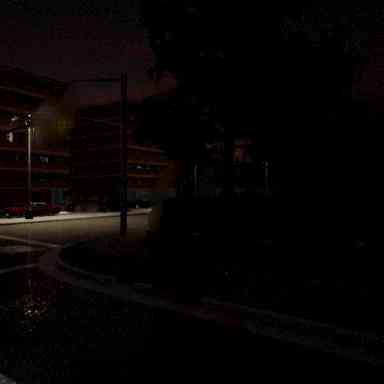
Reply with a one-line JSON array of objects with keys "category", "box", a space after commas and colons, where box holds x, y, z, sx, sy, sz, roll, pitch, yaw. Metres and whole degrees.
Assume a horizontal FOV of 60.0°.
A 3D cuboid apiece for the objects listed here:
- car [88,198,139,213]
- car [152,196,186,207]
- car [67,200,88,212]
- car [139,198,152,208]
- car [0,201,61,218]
[{"category": "car", "box": [-8.741, 1.475, 37.373, 1.882, 1.535, 5.008, 0, 0, 36]}, {"category": "car", "box": [-2.864, 1.351, 45.463, 2.097, 1.767, 4.553, 0, 0, 36]}, {"category": "car", "box": [-12.209, 1.561, 38.525, 1.994, 1.385, 4.181, 0, 0, 37]}, {"category": "car", "box": [-7.306, 1.563, 45.296, 1.994, 1.385, 4.181, 0, 0, 36]}, {"category": "car", "box": [-14.274, 1.600, 29.772, 1.895, 1.301, 4.718, 0, 0, 33]}]
